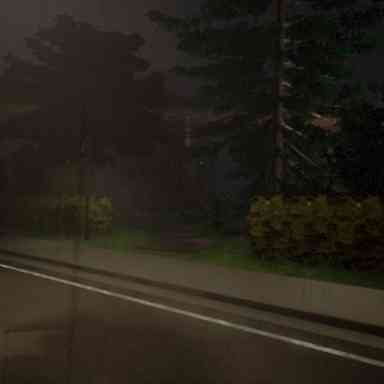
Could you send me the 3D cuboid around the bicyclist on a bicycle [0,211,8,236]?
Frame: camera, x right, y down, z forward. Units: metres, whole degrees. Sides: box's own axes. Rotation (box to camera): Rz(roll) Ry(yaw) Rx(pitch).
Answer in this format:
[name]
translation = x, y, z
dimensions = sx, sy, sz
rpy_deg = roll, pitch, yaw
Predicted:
[bicyclist on a bicycle]
translation = -9.153, 1.254, 15.033
dimensions = 0.582, 1.620, 1.656
rpy_deg = 0, 0, 35
